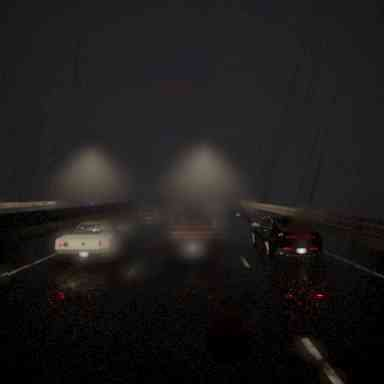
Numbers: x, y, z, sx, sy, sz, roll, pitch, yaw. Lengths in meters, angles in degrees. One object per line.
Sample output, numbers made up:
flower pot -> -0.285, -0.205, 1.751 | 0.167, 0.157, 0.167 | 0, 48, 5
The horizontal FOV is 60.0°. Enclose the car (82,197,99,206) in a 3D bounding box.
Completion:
car -> -19.770, 1.975, 65.819 | 2.150, 2.045, 5.566 | 0, -1, 2

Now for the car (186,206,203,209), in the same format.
car -> 0.215, 1.838, 27.087 | 2.033, 1.411, 5.357 | 0, -1, 1

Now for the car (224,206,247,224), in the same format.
car -> 3.745, 1.866, 28.014 | 1.994, 1.385, 4.181 | 0, -1, 1

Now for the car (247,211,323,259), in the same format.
car -> 3.565, 1.643, 13.126 | 1.837, 1.490, 4.892 | 0, 0, 1

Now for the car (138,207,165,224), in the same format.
car -> -3.265, 1.899, 27.867 | 1.895, 1.301, 4.718 | 0, -1, 1

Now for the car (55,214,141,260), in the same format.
car -> -3.440, 1.734, 12.913 | 1.895, 1.301, 4.718 | 0, -1, 1

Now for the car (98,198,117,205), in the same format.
car -> -16.275, 2.266, 65.702 | 2.128, 1.511, 4.902 | 0, -1, 2

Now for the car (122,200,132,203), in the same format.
car -> -12.783, 2.276, 65.574 | 1.812, 1.442, 4.674 | 0, -1, 3

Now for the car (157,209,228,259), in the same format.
car -> 0.065, 1.629, 13.153 | 2.128, 1.511, 4.902 | 0, 0, 1
